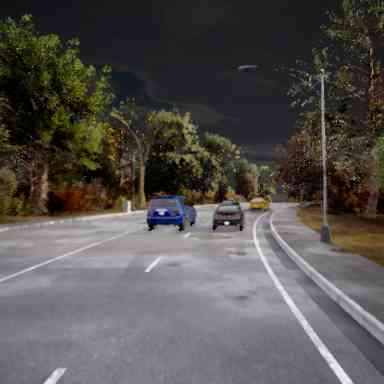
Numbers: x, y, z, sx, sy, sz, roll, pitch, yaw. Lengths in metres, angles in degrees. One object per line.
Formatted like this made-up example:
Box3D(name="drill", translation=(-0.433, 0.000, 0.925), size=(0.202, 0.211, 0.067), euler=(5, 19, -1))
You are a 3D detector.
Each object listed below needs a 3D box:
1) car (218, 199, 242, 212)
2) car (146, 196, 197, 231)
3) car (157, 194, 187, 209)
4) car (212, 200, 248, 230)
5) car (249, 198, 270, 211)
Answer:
Box3D(name="car", translation=(4.789, 1.647, 41.637), size=(1.994, 1.385, 4.181), euler=(-1, 0, 21))
Box3D(name="car", translation=(-1.175, 1.274, 21.198), size=(2.150, 2.045, 5.566), euler=(-1, 0, 11))
Box3D(name="car", translation=(-2.508, 1.232, 42.877), size=(2.097, 1.767, 4.553), euler=(-1, 0, 21))
Box3D(name="car", translation=(2.436, 1.529, 21.377), size=(1.837, 1.490, 4.892), euler=(-1, 0, 11))
Box3D(name="car", translation=(8.458, 1.488, 41.421), size=(1.882, 1.535, 5.008), euler=(-1, 0, 22))
